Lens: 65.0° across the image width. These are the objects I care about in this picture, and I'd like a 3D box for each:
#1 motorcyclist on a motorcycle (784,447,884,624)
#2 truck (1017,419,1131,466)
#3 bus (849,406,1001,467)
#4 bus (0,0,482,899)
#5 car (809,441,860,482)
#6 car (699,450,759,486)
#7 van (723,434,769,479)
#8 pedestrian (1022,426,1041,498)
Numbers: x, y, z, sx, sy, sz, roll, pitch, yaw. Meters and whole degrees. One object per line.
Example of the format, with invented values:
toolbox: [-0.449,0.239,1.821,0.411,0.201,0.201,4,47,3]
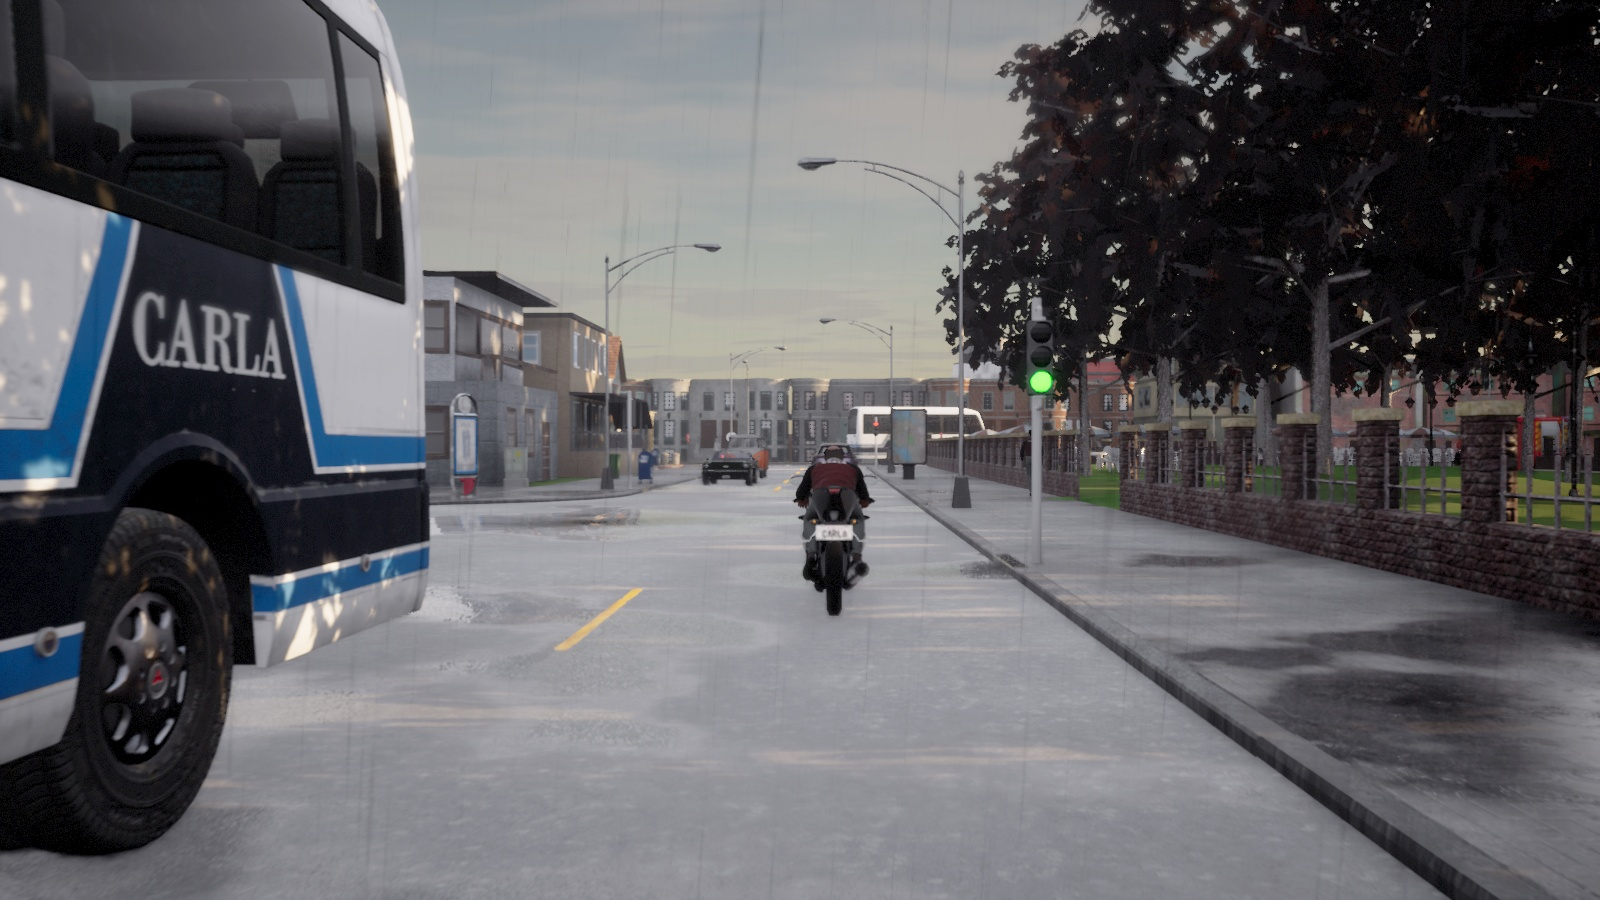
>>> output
motorcyclist on a motorcycle: [0.319,0.735,11.959,0.866,1.530,2.191,0,0,1]
truck: [20.377,-0.583,93.712,7.936,3.462,2.891,0,0,2]
bus: [8.984,-0.977,90.990,10.273,4.253,3.944,0,0,-12]
bus: [-3.958,-0.641,2.071,3.944,4.253,10.273,0,0,2]
car: [1.450,0.471,53.082,2.033,1.649,4.856,0,0,2]
car: [-2.679,0.656,48.417,1.895,1.301,4.718,0,0,2]
van: [-2.431,0.273,57.444,1.775,1.987,4.442,0,0,2]
pedestrian: [6.295,0.329,34.120,0.402,1.930,0.666,0,0,2]
